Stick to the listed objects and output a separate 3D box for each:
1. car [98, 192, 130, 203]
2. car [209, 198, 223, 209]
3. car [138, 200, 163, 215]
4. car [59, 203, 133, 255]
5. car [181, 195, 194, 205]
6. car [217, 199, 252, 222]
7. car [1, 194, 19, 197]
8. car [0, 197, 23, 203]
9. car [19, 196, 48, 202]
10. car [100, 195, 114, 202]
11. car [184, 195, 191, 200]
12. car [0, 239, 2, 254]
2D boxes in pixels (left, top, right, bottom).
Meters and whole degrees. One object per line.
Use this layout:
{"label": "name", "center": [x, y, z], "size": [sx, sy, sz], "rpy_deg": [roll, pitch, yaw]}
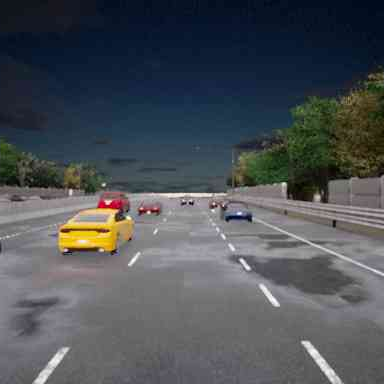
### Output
{"label": "car", "center": [-7.319, 1.059, 31.462], "size": [2.150, 2.045, 5.566], "rpy_deg": [0, 0, -1]}
{"label": "car", "center": [3.064, 1.374, 40.251], "size": [1.895, 1.301, 4.718], "rpy_deg": [0, 0, -1]}
{"label": "car", "center": [-3.814, 1.443, 31.141], "size": [1.895, 1.301, 4.718], "rpy_deg": [0, 0, -1]}
{"label": "car", "center": [-3.574, 1.430, 13.213], "size": [1.882, 1.535, 5.008], "rpy_deg": [0, 0, -1]}
{"label": "car", "center": [-0.688, 1.322, 51.571], "size": [1.895, 1.301, 4.718], "rpy_deg": [0, 0, -1]}
{"label": "car", "center": [3.267, 1.447, 25.125], "size": [1.994, 1.385, 4.181], "rpy_deg": [0, 0, -1]}
{"label": "car", "center": [-25.196, 1.100, 45.551], "size": [2.097, 1.767, 4.553], "rpy_deg": [0, 0, -1]}
{"label": "car", "center": [-18.010, 1.447, 30.987], "size": [1.895, 1.301, 4.718], "rpy_deg": [0, 0, -1]}
{"label": "car", "center": [-21.706, 1.269, 46.388], "size": [1.812, 1.442, 4.674], "rpy_deg": [0, 0, -1]}
{"label": "car", "center": [-18.467, 1.297, 72.259], "size": [1.812, 1.442, 4.674], "rpy_deg": [0, 0, -1]}
{"label": "car", "center": [-1.193, 1.454, 89.225], "size": [1.812, 1.442, 4.674], "rpy_deg": [0, -1, -1]}
{"label": "car", "center": [-7.014, 1.463, 8.763], "size": [2.128, 1.511, 4.902], "rpy_deg": [0, 0, -1]}
